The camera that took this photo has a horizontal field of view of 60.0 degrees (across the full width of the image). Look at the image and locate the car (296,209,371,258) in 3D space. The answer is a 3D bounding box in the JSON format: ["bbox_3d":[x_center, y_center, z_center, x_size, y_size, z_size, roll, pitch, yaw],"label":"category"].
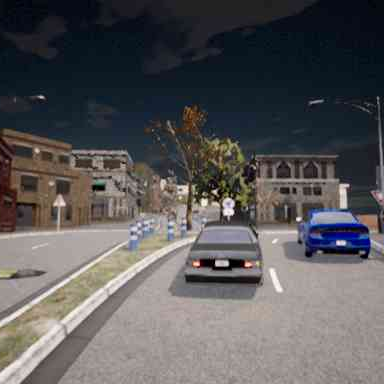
[{"bbox_3d":[4.951,1.361,12.152,1.882,1.535,5.008,-2,-1,14],"label":"car"}]

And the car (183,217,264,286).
[{"bbox_3d":[1.017,1.508,9.385,2.033,1.411,5.357,-1,0,9],"label":"car"}]

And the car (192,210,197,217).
[{"bbox_3d":[-0.537,5.812,81.054,2.128,1.511,4.902,0,0,3],"label":"car"}]

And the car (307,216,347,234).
[{"bbox_3d":[11.399,2.799,27.971,1.994,1.385,4.181,-4,-7,38],"label":"car"}]
